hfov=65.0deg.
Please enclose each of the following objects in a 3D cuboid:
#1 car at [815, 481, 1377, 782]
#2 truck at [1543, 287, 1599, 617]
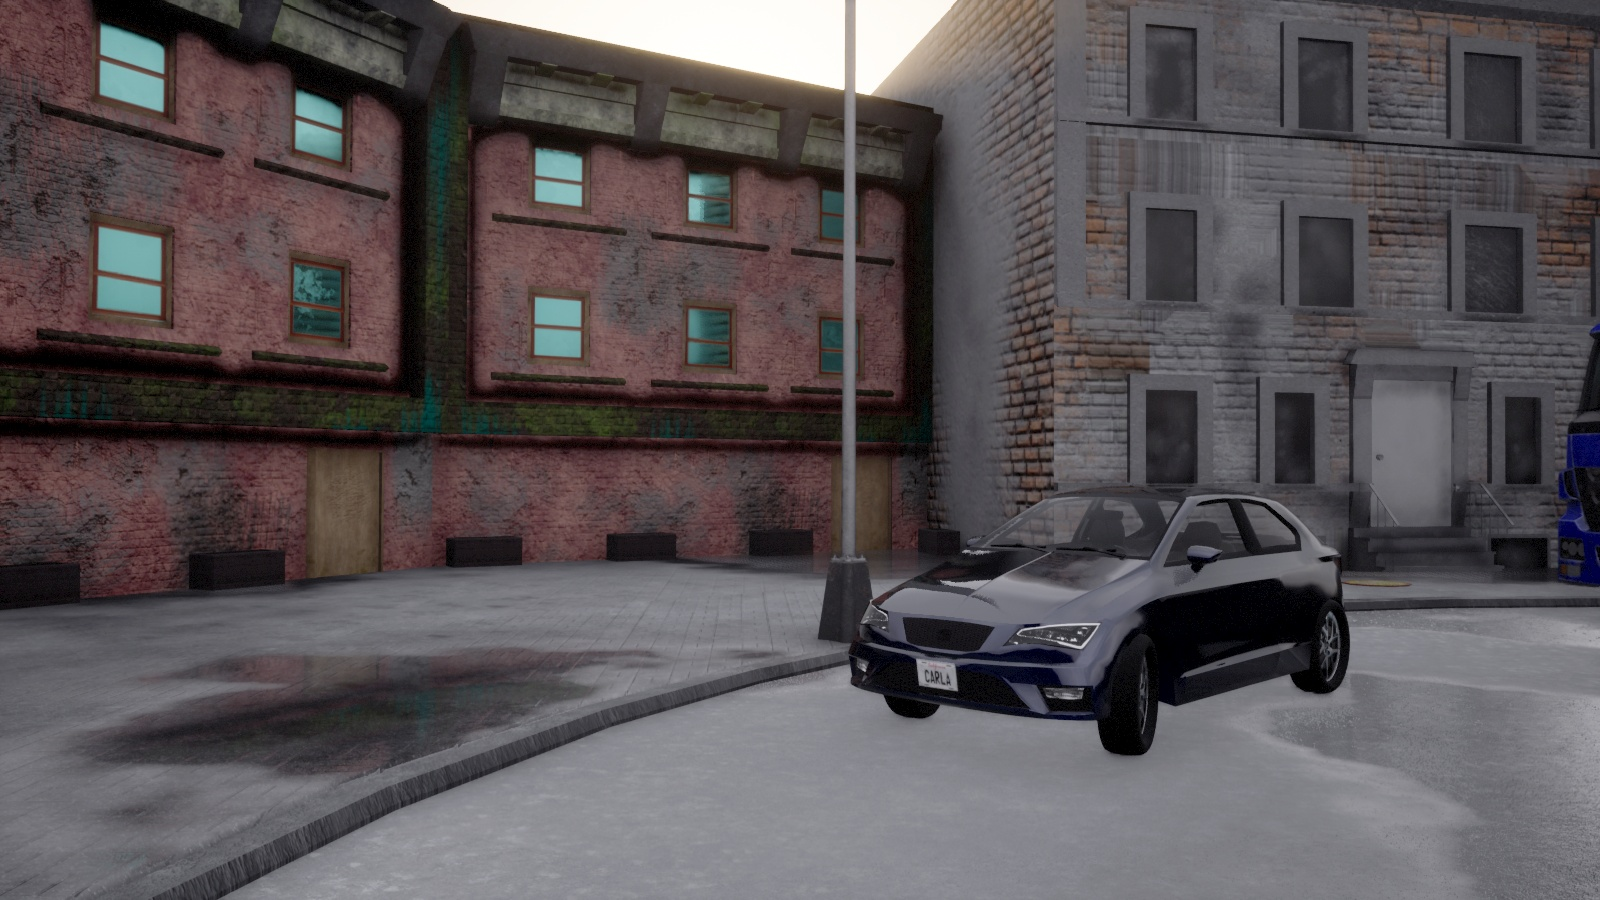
[{"bbox_3d":[2.194,0.963,8.457,1.816,1.474,4.193,-1,-1,43],"label":"car"},{"bbox_3d":[12.379,-0.002,12.812,7.936,3.462,2.891,0,-1,-3],"label":"truck"}]
